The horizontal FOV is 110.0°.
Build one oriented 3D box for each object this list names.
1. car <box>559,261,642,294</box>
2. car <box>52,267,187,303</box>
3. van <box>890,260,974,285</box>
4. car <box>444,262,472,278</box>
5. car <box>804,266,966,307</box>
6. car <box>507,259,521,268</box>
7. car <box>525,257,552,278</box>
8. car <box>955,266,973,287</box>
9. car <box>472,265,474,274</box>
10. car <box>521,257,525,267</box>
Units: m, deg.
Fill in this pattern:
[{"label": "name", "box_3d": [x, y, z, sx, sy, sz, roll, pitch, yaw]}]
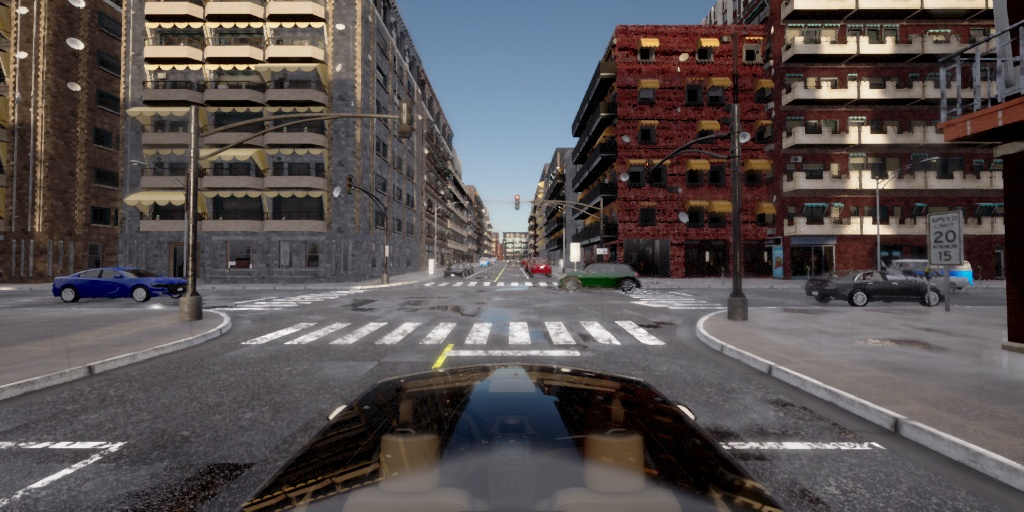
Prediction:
[{"label": "car", "box_3d": [5.011, 1.152, 20.519, 4.553, 1.767, 2.097, -1, -2, 19]}, {"label": "car", "box_3d": [-17.587, 1.254, 16.304, 5.008, 1.535, 1.882, 0, -1, 0]}, {"label": "van", "box_3d": [24.939, 1.115, 21.515, 3.998, 1.789, 1.690, 0, 0, 0]}, {"label": "car", "box_3d": [-5.255, 1.328, 33.966, 1.948, 1.339, 4.313, 0, 0, 0]}, {"label": "car", "box_3d": [13.767, 1.185, 13.683, 4.403, 1.370, 2.007, 0, 0, 0]}, {"label": "car", "box_3d": [0.214, 1.314, 63.522, 2.128, 1.511, 4.902, 0, 0, 0]}, {"label": "car", "box_3d": [2.626, 1.077, 33.997, 2.192, 1.841, 5.009, 0, 0, 0]}, {"label": "car", "box_3d": [20.807, 1.333, 19.083, 4.718, 1.301, 1.895, 0, -1, 0]}, {"label": "car", "box_3d": [-5.245, 1.331, 39.528, 1.948, 1.339, 4.313, 0, 0, 0]}, {"label": "car", "box_3d": [2.647, 1.086, 45.120, 2.192, 1.841, 5.009, 0, 0, 0]}]
